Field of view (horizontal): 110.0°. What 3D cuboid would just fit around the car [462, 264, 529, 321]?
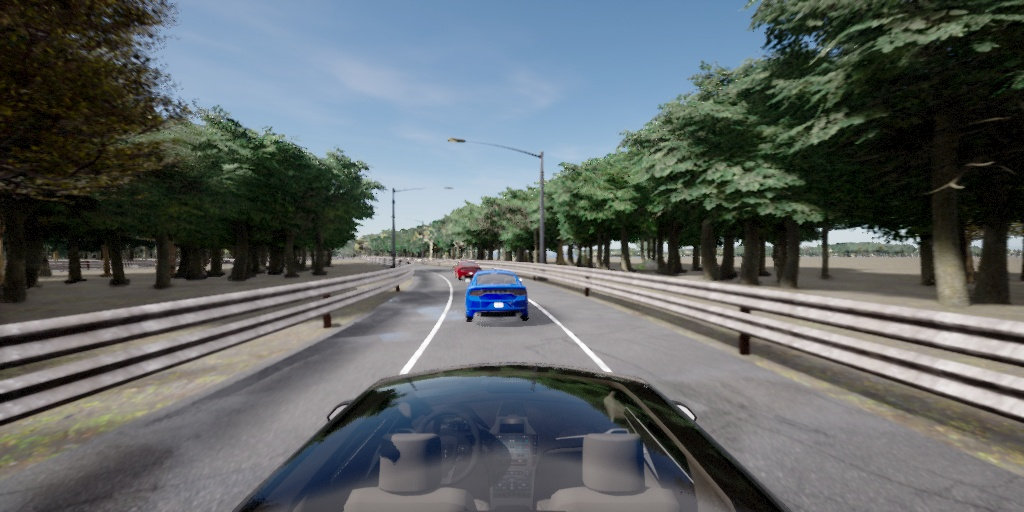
[{"bbox_3d":[-0.613,1.212,12.465,1.882,1.535,5.008,0,0,-6],"label":"car"}]

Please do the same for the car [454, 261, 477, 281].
[{"bbox_3d":[-3.786,1.183,30.209,1.882,1.535,5.008,0,0,-14],"label":"car"}]
